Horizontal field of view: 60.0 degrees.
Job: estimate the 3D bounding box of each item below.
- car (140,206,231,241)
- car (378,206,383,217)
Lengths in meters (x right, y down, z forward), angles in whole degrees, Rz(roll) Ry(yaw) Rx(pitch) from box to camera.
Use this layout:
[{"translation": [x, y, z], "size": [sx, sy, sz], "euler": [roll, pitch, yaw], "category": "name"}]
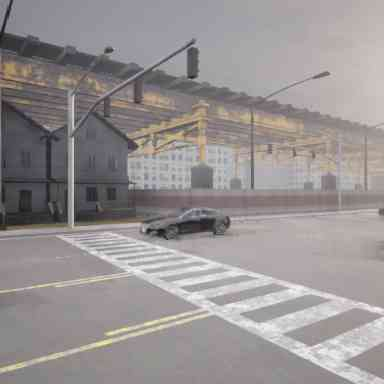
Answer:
[{"translation": [-0.222, 1.495, 16.721], "size": [4.902, 1.511, 2.128], "euler": [0, 0, -35], "category": "car"}, {"translation": [18.923, 1.490, 30.352], "size": [5.008, 1.535, 1.882], "euler": [0, 0, -35], "category": "car"}]
